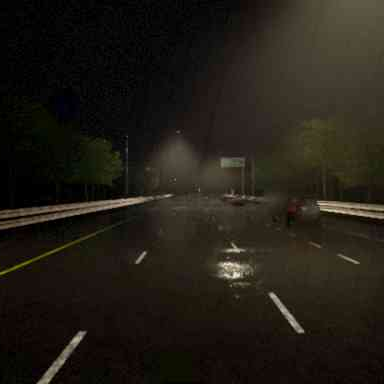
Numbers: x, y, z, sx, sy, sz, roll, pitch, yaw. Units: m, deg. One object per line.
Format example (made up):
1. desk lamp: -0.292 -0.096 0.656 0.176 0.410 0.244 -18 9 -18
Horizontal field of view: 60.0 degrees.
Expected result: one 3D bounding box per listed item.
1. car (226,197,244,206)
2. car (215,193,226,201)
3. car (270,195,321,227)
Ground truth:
1. car: 7.140 1.567 53.418 2.033 1.411 5.357 0 0 0
2. car: 7.332 1.549 80.567 2.033 1.411 5.357 0 0 0
3. car: 7.022 1.231 23.111 2.150 2.045 5.566 0 0 0
